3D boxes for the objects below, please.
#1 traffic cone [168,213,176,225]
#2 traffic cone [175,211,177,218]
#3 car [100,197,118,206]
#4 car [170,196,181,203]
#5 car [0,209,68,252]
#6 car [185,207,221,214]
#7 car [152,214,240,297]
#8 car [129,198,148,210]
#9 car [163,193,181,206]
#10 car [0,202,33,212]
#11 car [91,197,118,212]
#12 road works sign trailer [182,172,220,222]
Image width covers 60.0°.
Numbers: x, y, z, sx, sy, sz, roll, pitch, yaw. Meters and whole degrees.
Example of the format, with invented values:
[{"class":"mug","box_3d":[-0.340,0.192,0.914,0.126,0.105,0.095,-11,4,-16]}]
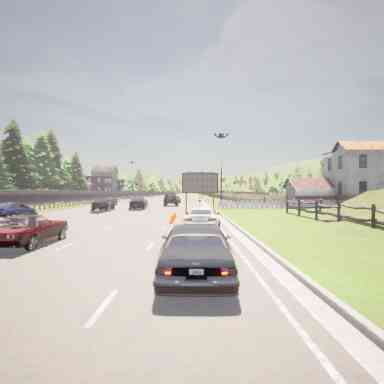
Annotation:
[{"class":"traffic cone","box_3d":[-1.461,1.955,23.116,0.340,0.580,0.340,0,0,0]},{"class":"traffic cone","box_3d":[-1.459,1.955,25.116,0.340,0.580,0.340,0,0,0]},{"class":"car","box_3d":[-13.836,1.564,55.827,1.994,1.385,4.181,0,0,0]},{"class":"car","box_3d":[-3.322,1.564,68.511,1.994,1.385,4.181,0,0,0]},{"class":"car","box_3d":[-6.884,1.601,13.879,1.895,1.301,4.718,0,0,0]},{"class":"car","box_3d":[0.579,1.538,18.428,1.812,1.442,4.674,0,-1,5]},{"class":"car","box_3d":[0.107,1.547,8.760,2.033,1.411,5.357,0,0,1]},{"class":"car","box_3d":[-6.851,1.477,43.030,1.882,1.535,5.008,0,0,0]},{"class":"car","box_3d":[-3.339,1.221,53.296,2.150,2.045,5.566,0,0,0]},{"class":"car","box_3d":[-13.871,1.525,25.870,1.812,1.442,4.674,0,0,0]},{"class":"car","box_3d":[-10.355,1.503,38.942,1.837,1.490,4.892,0,0,0]},{"class":"road works sign trailer","box_3d":[0.512,0.464,22.042,2.380,3.560,2.880,0,0,-5]}]
